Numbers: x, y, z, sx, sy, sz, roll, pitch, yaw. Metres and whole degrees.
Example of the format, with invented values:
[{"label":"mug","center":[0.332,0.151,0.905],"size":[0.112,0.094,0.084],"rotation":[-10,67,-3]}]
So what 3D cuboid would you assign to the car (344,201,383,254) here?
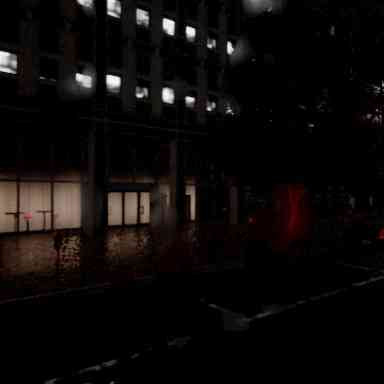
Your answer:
[{"label":"car","center":[7.549,1.236,11.909],"size":[5.009,1.841,2.192],"rotation":[0,1,-35]}]
